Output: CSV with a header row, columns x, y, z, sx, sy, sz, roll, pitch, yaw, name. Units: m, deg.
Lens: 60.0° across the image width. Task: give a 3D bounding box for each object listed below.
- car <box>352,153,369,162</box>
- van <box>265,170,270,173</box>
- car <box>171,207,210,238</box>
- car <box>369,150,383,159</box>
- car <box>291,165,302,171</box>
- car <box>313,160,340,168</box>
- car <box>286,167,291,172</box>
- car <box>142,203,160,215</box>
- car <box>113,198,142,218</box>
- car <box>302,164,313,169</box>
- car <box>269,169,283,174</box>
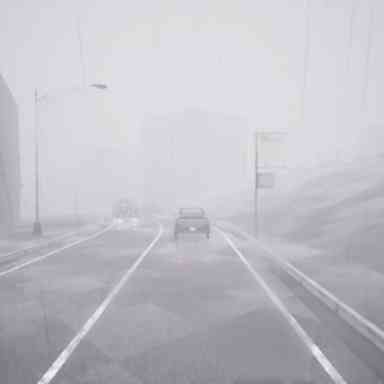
x,y,z,sx,sy,sz,roll,pitch,yaw,name
21.737,-4.068,41.403,2.231,1.521,4.892,0,1,-1,car
20.783,-4.804,85.434,1.878,1.987,4.442,0,0,-1,van
-0.079,1.584,18.300,2.128,1.511,4.902,0,-1,-3,car
21.865,-3.985,35.886,2.231,1.521,4.892,0,1,-1,car
21.259,-4.471,63.506,2.185,1.767,4.553,0,1,-1,car
21.500,-4.333,52.340,2.185,1.767,4.553,0,1,-1,car
21.139,-4.536,69.025,2.185,1.767,4.553,0,1,-1,car
-5.400,2.047,41.070,2.128,1.511,4.902,0,-1,-24,car
-7.313,1.695,36.191,2.150,2.045,5.566,0,-1,-20,car
21.381,-4.235,57.833,2.002,1.452,4.674,0,1,-1,car
20.900,-4.527,80.040,2.231,1.521,4.892,0,1,-1,car
